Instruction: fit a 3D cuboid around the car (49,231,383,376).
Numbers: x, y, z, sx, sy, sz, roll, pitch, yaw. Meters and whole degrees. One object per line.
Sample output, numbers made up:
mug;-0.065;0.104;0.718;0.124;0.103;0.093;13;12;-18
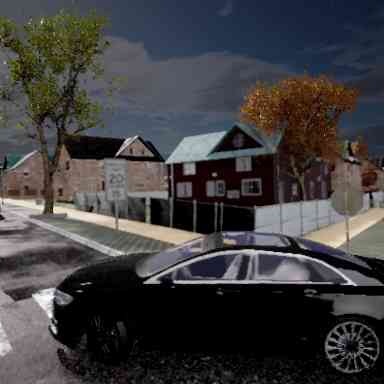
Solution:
car;0.515;1.363;4.781;4.902;1.511;2.128;1;3;5

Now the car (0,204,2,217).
car;-14.651;0.953;23.328;2.128;1.511;4.902;-2;2;-37
